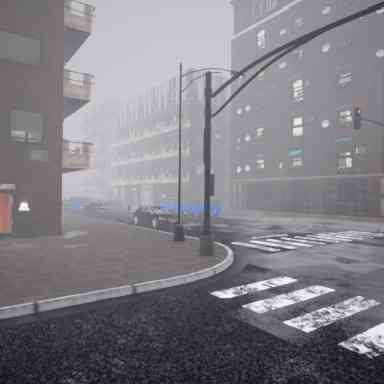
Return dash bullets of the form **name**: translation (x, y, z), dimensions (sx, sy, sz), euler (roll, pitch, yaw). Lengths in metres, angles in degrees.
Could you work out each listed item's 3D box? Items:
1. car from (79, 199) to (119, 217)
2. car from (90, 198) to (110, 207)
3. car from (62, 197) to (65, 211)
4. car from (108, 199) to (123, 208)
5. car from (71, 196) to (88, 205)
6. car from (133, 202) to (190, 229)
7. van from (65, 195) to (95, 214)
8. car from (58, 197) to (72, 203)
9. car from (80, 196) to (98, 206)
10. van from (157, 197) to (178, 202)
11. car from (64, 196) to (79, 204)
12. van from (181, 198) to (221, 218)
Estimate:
- **car**: translation (-8.712, 1.591, 30.849), dimensions (1.802, 1.307, 4.206), euler (1, -1, -35)
- **car**: translation (-14.931, 1.730, 53.742), dimensions (1.802, 1.307, 4.206), euler (1, -1, -35)
- **car**: translation (-15.065, 1.580, 40.059), dimensions (2.008, 1.369, 4.403), euler (1, -1, -35)
- **car**: translation (-11.755, 1.683, 49.138), dimensions (1.887, 1.381, 4.507), euler (1, -1, -35)
- **car**: translation (-21.283, 1.605, 62.954), dimensions (1.967, 1.590, 4.097), euler (1, -1, -35)
- **car**: translation (-2.358, 1.539, 21.639), dimensions (2.008, 1.369, 4.403), euler (1, -1, -35)
- **van**: translation (-11.886, 1.361, 35.455), dimensions (1.690, 1.788, 3.998), euler (1, -1, -35)
- **car**: translation (-27.637, 1.727, 72.163), dimensions (1.887, 1.381, 4.507), euler (1, -1, -35)
- **car**: translation (-18.107, 1.597, 58.349), dimensions (1.967, 1.590, 4.097), euler (1, -1, -35)
- **van**: translation (-2.224, 1.450, 35.325), dimensions (1.690, 1.788, 3.998), euler (1, -1, -35)
- **car**: translation (-24.460, 1.614, 67.559), dimensions (1.967, 1.590, 4.097), euler (1, -1, -35)
- **van**: translation (0.953, 1.439, 30.719), dimensions (1.690, 1.788, 3.998), euler (1, -1, -35)
